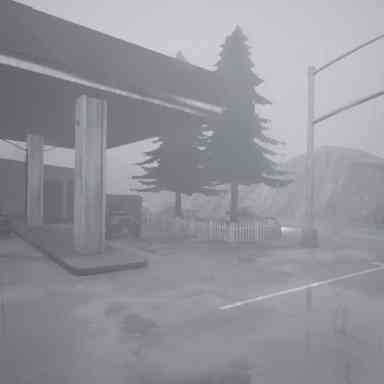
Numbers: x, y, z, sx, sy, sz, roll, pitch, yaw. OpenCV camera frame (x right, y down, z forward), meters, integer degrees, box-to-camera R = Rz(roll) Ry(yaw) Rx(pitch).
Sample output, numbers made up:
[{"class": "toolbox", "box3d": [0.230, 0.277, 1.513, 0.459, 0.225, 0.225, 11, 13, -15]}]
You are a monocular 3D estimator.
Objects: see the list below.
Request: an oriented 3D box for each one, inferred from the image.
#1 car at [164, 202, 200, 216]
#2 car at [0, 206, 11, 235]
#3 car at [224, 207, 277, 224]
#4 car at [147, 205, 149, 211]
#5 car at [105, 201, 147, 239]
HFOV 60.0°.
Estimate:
[{"class": "car", "box3d": [-1.103, 1.712, 32.646, 1.812, 1.442, 4.674, 1, 0, -35]}, {"class": "car", "box3d": [-11.544, 1.522, 18.557, 2.242, 1.667, 4.611, 1, 0, -36]}, {"class": "car", "box3d": [4.307, 1.814, 24.936, 1.994, 1.385, 4.181, 1, 0, -35]}, {"class": "car", "box3d": [-7.088, 1.642, 41.153, 1.812, 1.442, 4.674, 1, 0, -35]}, {"class": "car", "box3d": [-4.413, 1.446, 18.345, 1.905, 1.878, 3.866, 1, 0, -36]}]
